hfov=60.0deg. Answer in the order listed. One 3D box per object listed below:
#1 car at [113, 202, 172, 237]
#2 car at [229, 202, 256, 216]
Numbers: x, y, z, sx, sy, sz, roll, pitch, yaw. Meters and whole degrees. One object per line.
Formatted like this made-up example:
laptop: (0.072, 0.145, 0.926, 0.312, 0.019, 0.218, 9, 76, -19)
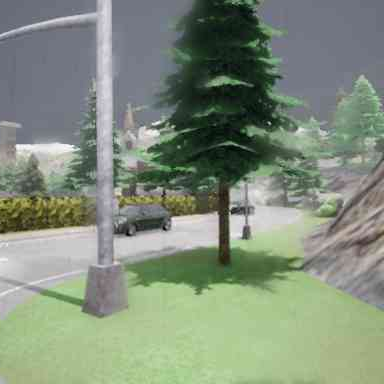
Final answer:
car: (-3.202, 1.479, 19.163, 2.097, 1.767, 4.553, -1, 0, 34)
car: (5.237, 1.744, 34.215, 1.895, 1.301, 4.718, -1, 0, 20)
